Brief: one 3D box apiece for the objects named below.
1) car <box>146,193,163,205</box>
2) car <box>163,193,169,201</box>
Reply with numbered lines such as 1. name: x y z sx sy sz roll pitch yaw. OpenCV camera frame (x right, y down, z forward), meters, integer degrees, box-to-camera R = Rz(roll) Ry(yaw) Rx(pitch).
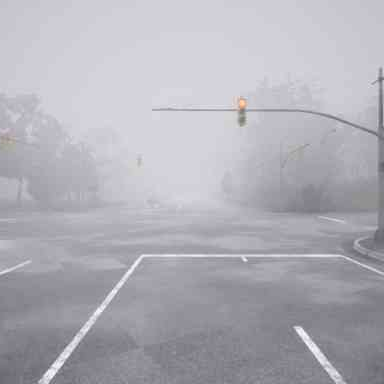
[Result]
1. car: -7.000 1.324 59.768 2.097 1.767 4.553 0 -1 0
2. car: -7.000 1.225 84.458 2.150 2.045 5.566 0 0 0
